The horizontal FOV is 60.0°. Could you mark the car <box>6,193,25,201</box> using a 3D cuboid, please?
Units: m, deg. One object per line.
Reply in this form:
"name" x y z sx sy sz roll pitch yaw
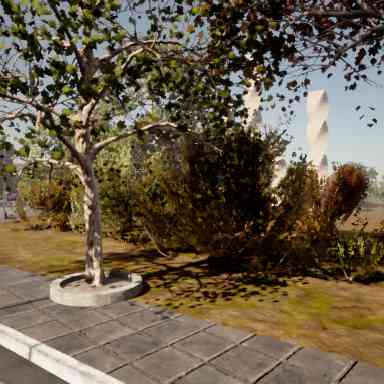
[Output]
"car" -29.347 0.939 56.409 2.033 1.411 5.357 1 -2 2
